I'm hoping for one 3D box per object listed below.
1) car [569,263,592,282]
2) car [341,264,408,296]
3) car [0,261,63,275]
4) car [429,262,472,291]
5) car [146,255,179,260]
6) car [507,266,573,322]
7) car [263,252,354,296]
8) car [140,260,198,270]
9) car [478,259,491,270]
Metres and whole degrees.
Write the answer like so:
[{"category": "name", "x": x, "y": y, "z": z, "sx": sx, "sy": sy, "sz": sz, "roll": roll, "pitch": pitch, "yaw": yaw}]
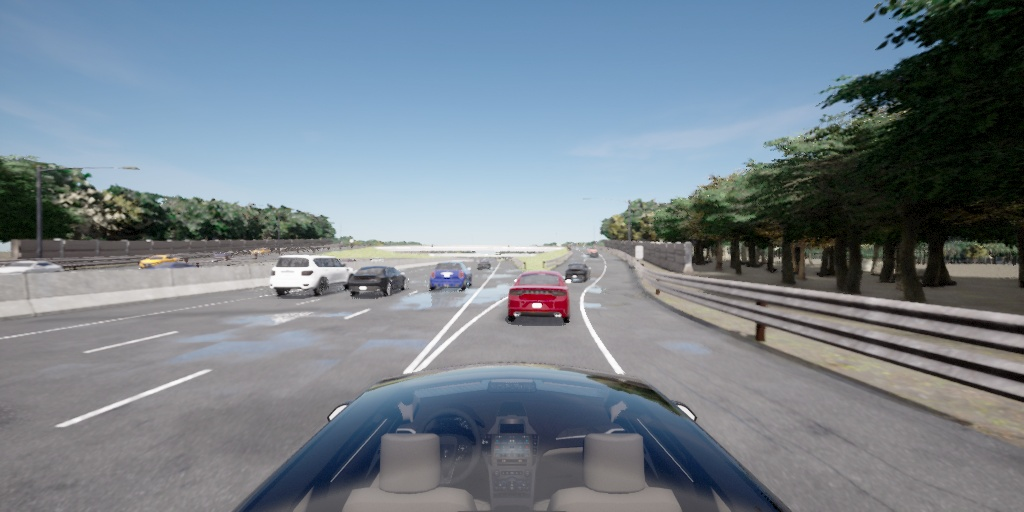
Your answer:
[{"category": "car", "x": 5.788, "y": 1.384, "z": 31.330, "sx": 1.837, "sy": 1.490, "sz": 4.892, "roll": 0, "pitch": 1, "yaw": 17}, {"category": "car", "x": -7.068, "y": 1.270, "z": 19.374, "sx": 1.837, "sy": 1.490, "sz": 4.892, "roll": 0, "pitch": 0, "yaw": -1}, {"category": "car", "x": -37.335, "y": 1.116, "z": 27.676, "sx": 1.812, "sy": 1.442, "sz": 4.674, "roll": 0, "pitch": 1, "yaw": -21}, {"category": "car", "x": -3.697, "y": 1.126, "z": 22.379, "sx": 2.097, "sy": 1.767, "sz": 4.553, "roll": 0, "pitch": 0, "yaw": -1}, {"category": "car", "x": -43.161, "y": 0.697, "z": 44.031, "sx": 1.882, "sy": 1.535, "sz": 5.008, "roll": 0, "pitch": 2, "yaw": -18}, {"category": "car", "x": 1.044, "y": 1.247, "z": 12.546, "sx": 1.882, "sy": 1.535, "sz": 5.008, "roll": 0, "pitch": 0, "yaw": 8}, {"category": "car", "x": -10.568, "y": 0.981, "z": 19.515, "sx": 2.150, "sy": 2.045, "sz": 5.566, "roll": 0, "pitch": 0, "yaw": -1}, {"category": "car", "x": -28.376, "y": 1.258, "z": 29.690, "sx": 1.812, "sy": 1.442, "sz": 4.674, "roll": 0, "pitch": -1, "yaw": -1}, {"category": "car", "x": -4.138, "y": 1.242, "z": 54.283, "sx": 2.128, "sy": 1.511, "sz": 4.902, "roll": 0, "pitch": 0, "yaw": -1}]
